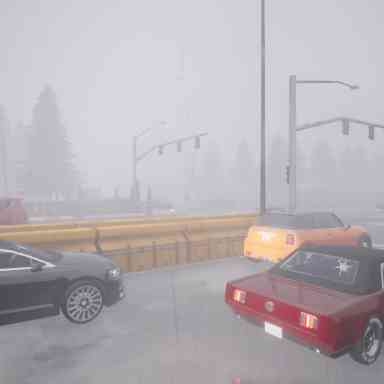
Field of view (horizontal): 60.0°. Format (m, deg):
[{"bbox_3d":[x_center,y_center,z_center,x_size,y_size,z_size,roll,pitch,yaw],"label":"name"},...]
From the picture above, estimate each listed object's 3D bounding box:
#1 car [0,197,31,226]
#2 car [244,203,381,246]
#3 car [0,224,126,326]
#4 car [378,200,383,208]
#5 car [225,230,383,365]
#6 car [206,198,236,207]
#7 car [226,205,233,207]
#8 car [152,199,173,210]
[{"bbox_3d":[-9.935,1.223,14.103,5.566,2.045,2.150,0,0,-36],"label":"car"},{"bbox_3d":[3.870,1.352,10.817,4.553,1.767,2.097,0,0,-36],"label":"car"},{"bbox_3d":[-3.543,1.492,5.511,4.902,1.511,2.128,0,0,-36],"label":"car"},{"bbox_3d":[26.732,1.547,44.609,5.357,1.411,2.033,0,0,-36],"label":"car"},{"bbox_3d":[2.922,1.601,5.837,4.718,1.301,1.895,0,0,-36],"label":"car"},{"bbox_3d":[4.298,1.547,50.183,2.033,1.411,5.357,0,0,-34],"label":"car"},{"bbox_3d":[4.431,1.601,20.069,4.718,1.301,1.895,0,0,-36],"label":"car"},{"bbox_3d":[-4.253,1.564,43.979,1.994,1.385,4.181,0,0,-36],"label":"car"}]
